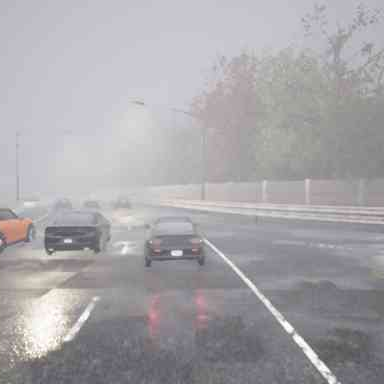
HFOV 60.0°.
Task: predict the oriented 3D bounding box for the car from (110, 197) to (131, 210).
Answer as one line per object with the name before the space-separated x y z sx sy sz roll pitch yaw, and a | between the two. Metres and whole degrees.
car | -9.581 1.388 44.363 2.097 1.767 4.553 0 0 -24

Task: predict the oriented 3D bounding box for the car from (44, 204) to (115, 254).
car | -4.484 1.494 13.636 1.882 1.535 5.008 0 0 -7

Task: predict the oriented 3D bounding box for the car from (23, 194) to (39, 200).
car | -33.904 1.294 69.905 2.097 1.767 4.553 0 0 -44

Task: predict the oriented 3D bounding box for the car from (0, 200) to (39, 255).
car | -8.045 1.381 13.354 2.097 1.767 4.553 0 0 -7

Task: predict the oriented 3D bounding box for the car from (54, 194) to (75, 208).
car | -17.135 1.415 44.191 2.097 1.767 4.553 0 0 -24

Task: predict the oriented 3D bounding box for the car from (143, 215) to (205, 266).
car | -0.683 1.529 11.508 1.812 1.442 4.674 0 0 -7

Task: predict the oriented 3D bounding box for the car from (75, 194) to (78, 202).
car | -26.763 1.269 74.223 2.097 1.767 4.553 0 0 -28

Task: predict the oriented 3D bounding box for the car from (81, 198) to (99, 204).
car | -14.176 1.530 46.153 1.882 1.535 5.008 0 0 -24
